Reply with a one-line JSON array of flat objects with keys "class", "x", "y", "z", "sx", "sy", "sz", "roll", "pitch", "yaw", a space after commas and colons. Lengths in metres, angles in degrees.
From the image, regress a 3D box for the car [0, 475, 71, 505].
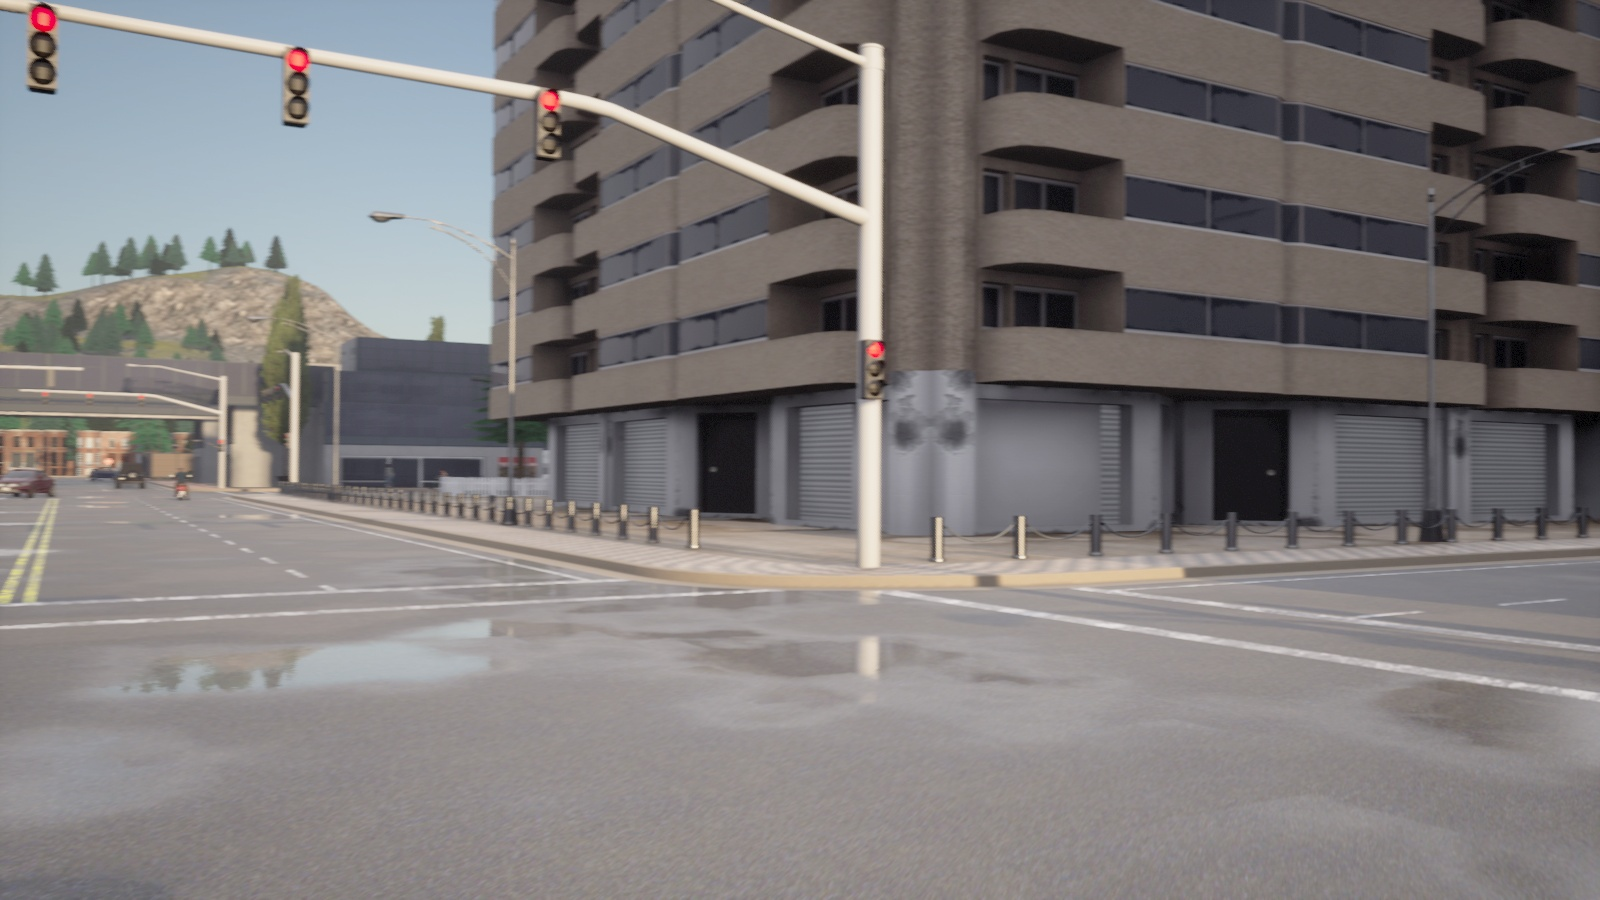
[{"class": "car", "x": -39.035, "y": 2.014, "z": 64.117, "sx": 1.812, "sy": 1.442, "sz": 4.674, "roll": 0, "pitch": -1, "yaw": -13}]
